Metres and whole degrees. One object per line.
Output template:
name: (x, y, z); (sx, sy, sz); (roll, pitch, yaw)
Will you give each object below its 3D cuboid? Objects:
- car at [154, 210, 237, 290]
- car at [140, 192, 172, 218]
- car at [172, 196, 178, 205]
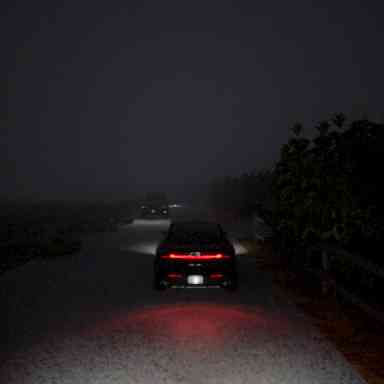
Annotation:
car: (0.083, 1.469, 8.965); (1.837, 1.490, 4.892); (0, 0, 0)
car: (-3.157, 1.097, 29.061); (2.150, 2.045, 5.566); (0, 1, -2)
car: (-3.147, 1.360, 51.895); (1.994, 1.385, 4.181); (0, 0, 1)
